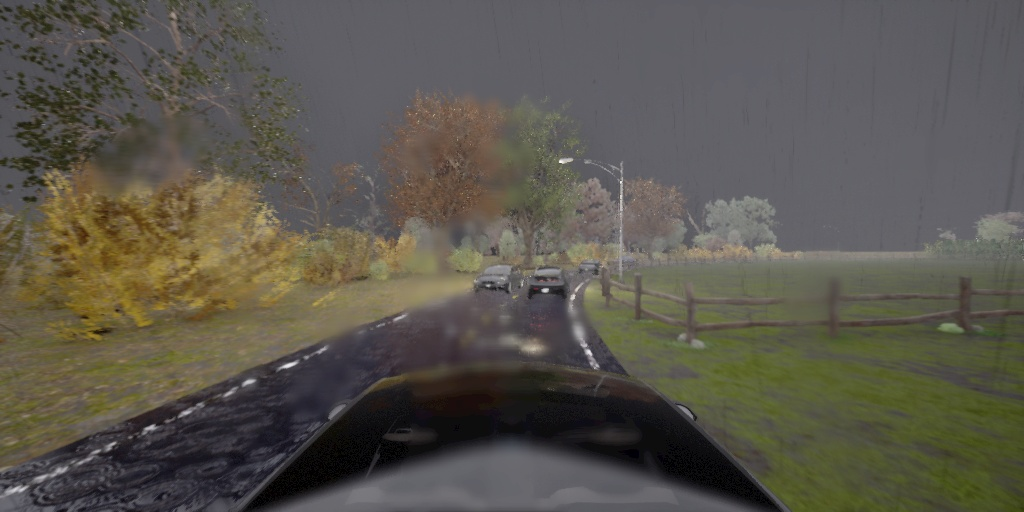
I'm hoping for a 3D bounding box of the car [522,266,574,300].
[{"bbox_3d":[1.951,1.235,17.880,1.837,1.490,4.892,0,0,11],"label":"car"}]

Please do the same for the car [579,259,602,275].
[{"bbox_3d":[8.162,1.066,36.625,2.128,1.511,4.902,1,1,25],"label":"car"}]

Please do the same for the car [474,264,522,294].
[{"bbox_3d":[-0.618,1.200,19.957,1.837,1.490,4.892,0,0,13],"label":"car"}]

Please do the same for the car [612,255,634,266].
[{"bbox_3d":[17.721,0.709,57.043,2.097,1.767,4.553,1,1,40],"label":"car"}]
